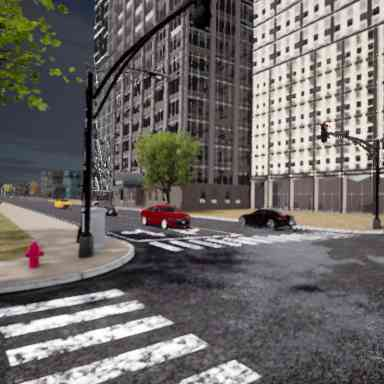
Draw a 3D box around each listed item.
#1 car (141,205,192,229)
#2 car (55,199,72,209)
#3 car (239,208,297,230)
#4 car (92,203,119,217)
[{"bbox_3d":[-1.876,1.671,23.308,1.882,1.535,5.008,2,-1,-33],"label":"car"},{"bbox_3d":[-20.056,1.814,51.902,1.882,1.535,5.008,2,-1,-33],"label":"car"},{"bbox_3d":[5.321,1.877,23.705,1.812,1.442,4.674,1,-1,-32],"label":"car"},{"bbox_3d":[-9.165,1.810,34.699,1.994,1.385,4.181,2,-1,-33],"label":"car"}]
